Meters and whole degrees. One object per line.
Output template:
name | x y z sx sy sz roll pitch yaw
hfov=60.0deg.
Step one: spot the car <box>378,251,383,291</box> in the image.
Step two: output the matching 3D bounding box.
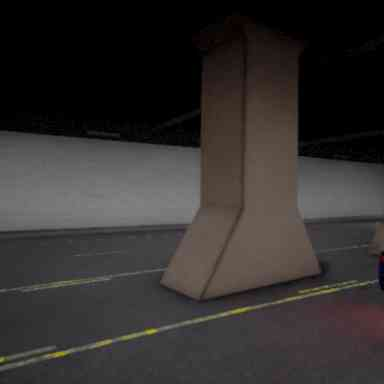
car | 6.253 1.558 7.387 5.008 1.535 1.882 1 0 -31
